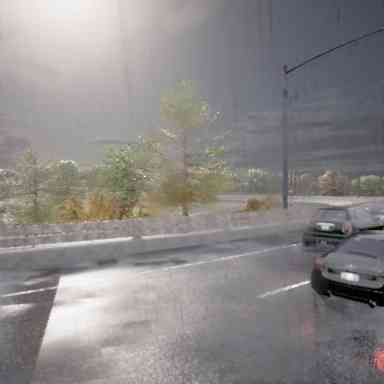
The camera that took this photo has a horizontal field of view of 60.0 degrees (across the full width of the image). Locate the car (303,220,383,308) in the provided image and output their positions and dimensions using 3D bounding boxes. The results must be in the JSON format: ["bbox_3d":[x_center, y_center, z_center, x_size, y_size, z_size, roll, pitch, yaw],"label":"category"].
[{"bbox_3d":[4.557,1.585,7.611,4.181,1.385,1.994,0,0,-39],"label":"car"}]

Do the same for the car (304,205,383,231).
[{"bbox_3d":[6.690,1.396,14.233,4.553,1.767,2.097,0,0,-43],"label":"car"}]
